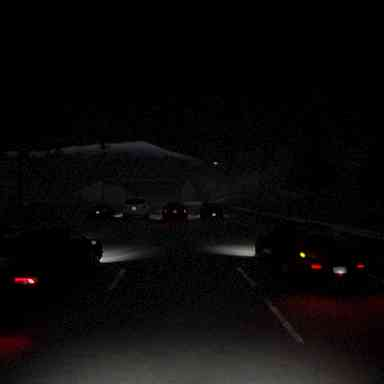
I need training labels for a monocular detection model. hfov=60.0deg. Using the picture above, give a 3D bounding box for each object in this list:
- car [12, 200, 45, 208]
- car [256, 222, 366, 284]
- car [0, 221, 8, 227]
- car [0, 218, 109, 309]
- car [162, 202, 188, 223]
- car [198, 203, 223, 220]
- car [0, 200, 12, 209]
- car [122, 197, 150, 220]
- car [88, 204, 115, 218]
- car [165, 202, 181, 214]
[{"bbox_3d":[-20.149,1.893,41.918,2.128,1.511,4.902,0,-1,-4],"label":"car"},{"bbox_3d":[3.234,1.618,9.812,1.812,1.442,4.674,0,-1,-3],"label":"car"},{"bbox_3d":[-7.355,1.587,11.275,1.882,1.535,5.008,0,-1,-3],"label":"car"},{"bbox_3d":[-3.663,1.627,8.283,2.033,1.411,5.357,0,-1,-3],"label":"car"},{"bbox_3d":[-1.482,1.620,28.446,2.097,1.767,4.553,0,-1,-4],"label":"car"},{"bbox_3d":[1.779,1.806,31.987,1.837,1.490,4.892,0,-1,-4],"label":"car"},{"bbox_3d":[-23.659,1.753,41.972,2.097,1.767,4.553,0,0,-4],"label":"car"},{"bbox_3d":[-5.193,1.518,31.365,2.150,2.045,5.566,0,-1,-4],"label":"car"},{"bbox_3d":[-8.777,1.872,32.399,1.994,1.385,4.181,0,-1,-4],"label":"car"},{"bbox_3d":[-2.483,1.966,42.613,1.994,1.385,4.181,0,0,-4],"label":"car"}]
